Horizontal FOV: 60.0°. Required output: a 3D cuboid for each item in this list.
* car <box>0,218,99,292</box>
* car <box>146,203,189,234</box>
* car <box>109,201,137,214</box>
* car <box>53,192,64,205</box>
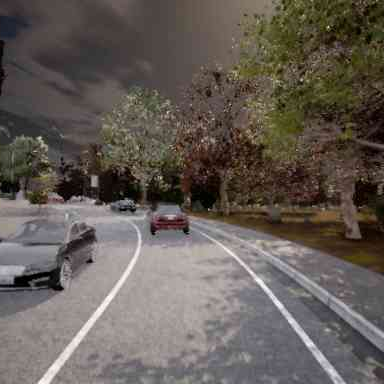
[{"bbox_3d":[-3.888,1.499,9.097,2.128,1.511,4.902,0,0,-3],"label":"car"},{"bbox_3d":[-1.562,1.413,19.699,2.097,1.767,4.553,1,0,-12],"label":"car"},{"bbox_3d":[-7.619,1.627,36.316,1.895,1.301,4.718,3,-1,-28],"label":"car"},{"bbox_3d":[-20.136,0.803,47.859,2.097,1.767,4.553,6,-2,-44],"label":"car"}]
